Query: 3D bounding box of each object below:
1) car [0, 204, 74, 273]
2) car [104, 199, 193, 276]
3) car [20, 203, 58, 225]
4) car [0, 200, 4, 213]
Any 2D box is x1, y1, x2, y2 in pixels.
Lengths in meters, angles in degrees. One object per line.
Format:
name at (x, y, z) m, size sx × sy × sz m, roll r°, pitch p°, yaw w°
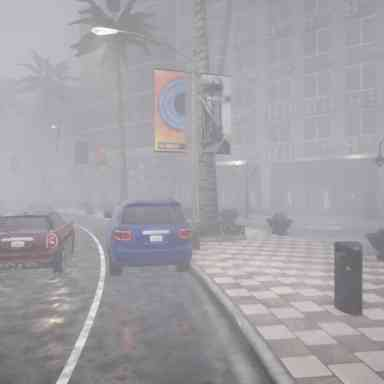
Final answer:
car at (-4.976, 1.349, 10.529) m, size 2.097 × 1.767 × 4.553 m, roll 0°, pitch 0°, yaw -15°
car at (-1.571, 1.219, 10.654) m, size 2.150 × 2.045 × 5.566 m, roll 0°, pitch 0°, yaw -15°
car at (-11.625, 1.591, 25.124) m, size 1.895 × 1.301 × 4.718 m, roll 0°, pitch 0°, yaw -33°
car at (-23.042, 1.579, 37.131) m, size 4.718 × 1.301 × 1.895 m, roll 0°, pitch 0°, yaw 39°
